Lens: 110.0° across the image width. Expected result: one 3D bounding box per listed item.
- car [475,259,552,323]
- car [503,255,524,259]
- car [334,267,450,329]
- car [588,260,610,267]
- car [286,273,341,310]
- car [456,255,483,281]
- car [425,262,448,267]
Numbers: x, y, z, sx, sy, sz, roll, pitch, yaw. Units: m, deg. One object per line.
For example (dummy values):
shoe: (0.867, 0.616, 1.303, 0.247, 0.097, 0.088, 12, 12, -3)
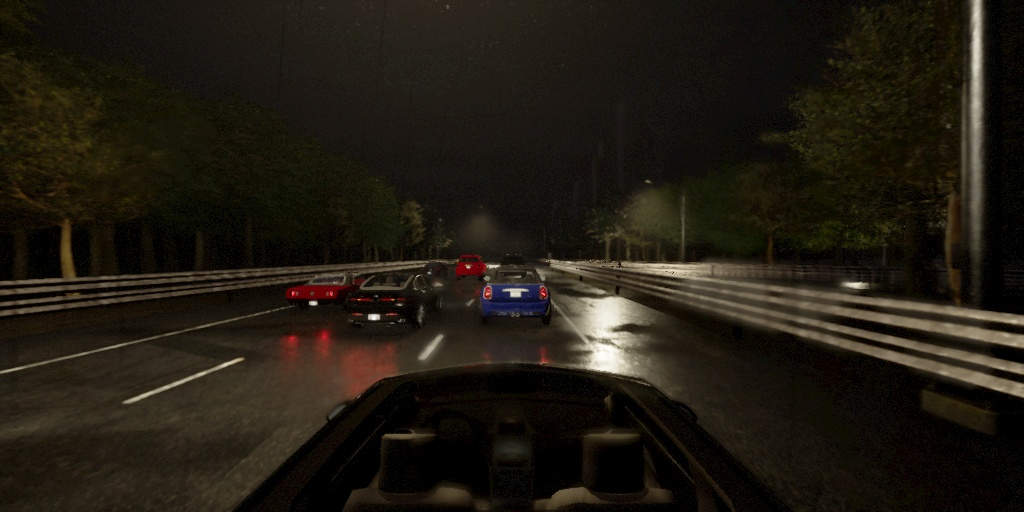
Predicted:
car: (0.103, 1.102, 12.186, 2.097, 1.767, 4.553, 0, 0, 0)
car: (0.110, 0.970, 30.562, 2.150, 2.045, 5.566, 0, 0, 0)
car: (-3.395, 1.255, 11.246, 1.837, 1.490, 4.892, 0, 0, 0)
car: (11.803, 1.310, 51.308, 1.882, 1.535, 5.008, 0, 0, -26)
car: (-6.895, 1.350, 14.670, 1.895, 1.301, 4.718, 0, 0, 0)
car: (-3.387, 0.970, 30.561, 2.150, 2.045, 5.566, 0, 0, 0)
car: (-6.899, 1.274, 32.347, 1.812, 1.442, 4.674, 0, 0, 0)
